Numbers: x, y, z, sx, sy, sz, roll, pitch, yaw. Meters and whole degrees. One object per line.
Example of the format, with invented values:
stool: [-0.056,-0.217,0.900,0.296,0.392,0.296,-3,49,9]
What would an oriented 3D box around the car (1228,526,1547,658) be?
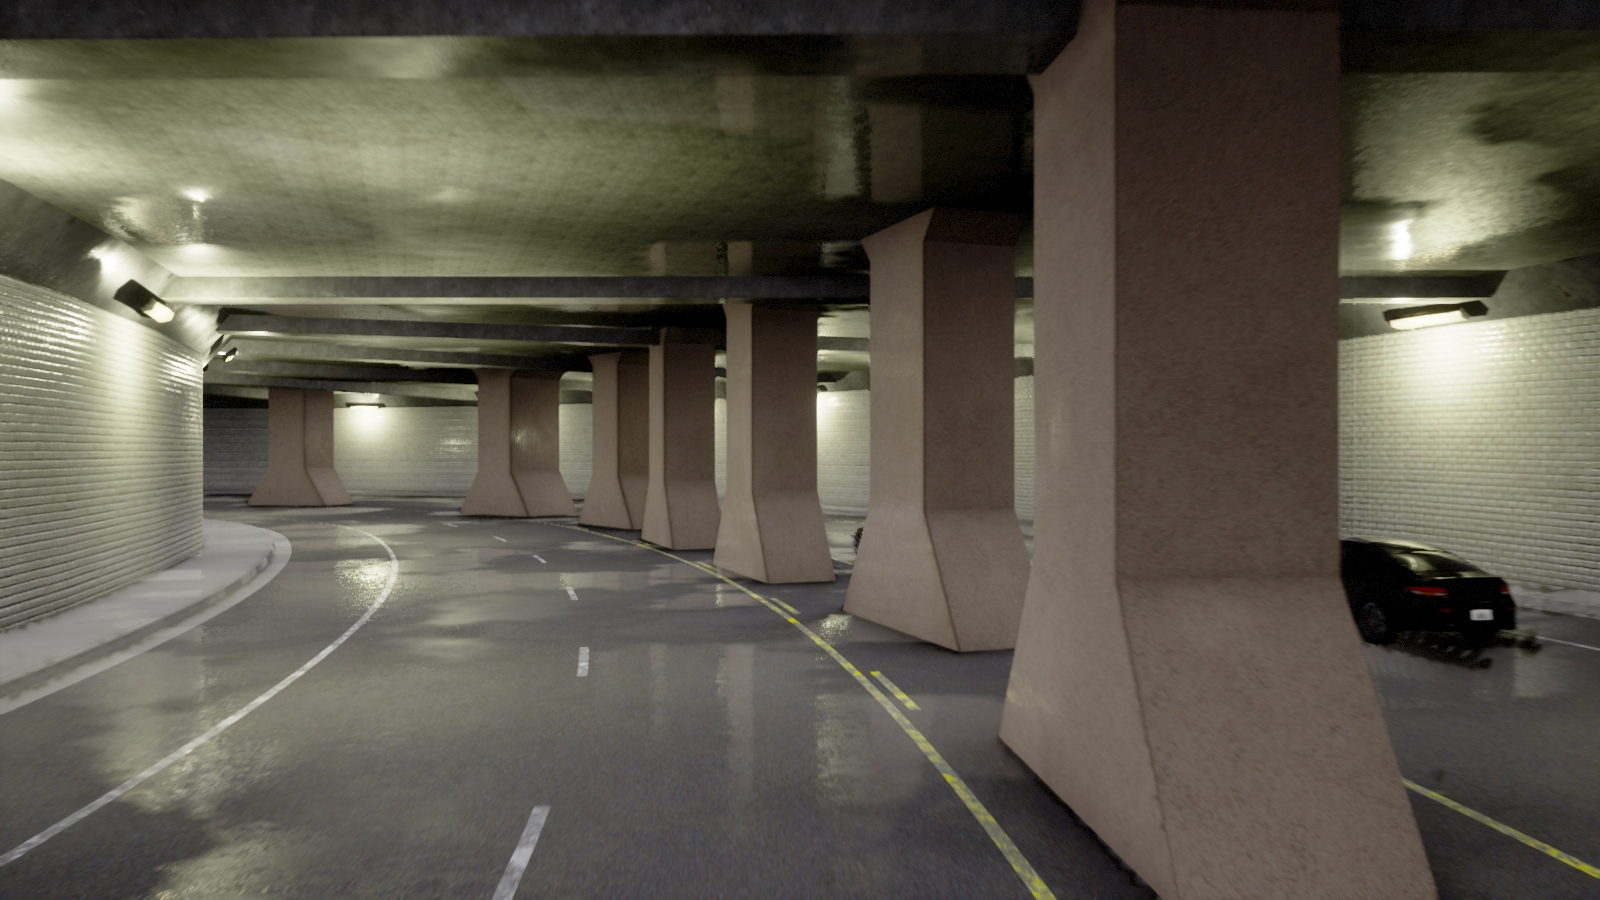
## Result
car: [8.884,2.080,17.846,2.002,1.442,4.674,0,0,-10]
